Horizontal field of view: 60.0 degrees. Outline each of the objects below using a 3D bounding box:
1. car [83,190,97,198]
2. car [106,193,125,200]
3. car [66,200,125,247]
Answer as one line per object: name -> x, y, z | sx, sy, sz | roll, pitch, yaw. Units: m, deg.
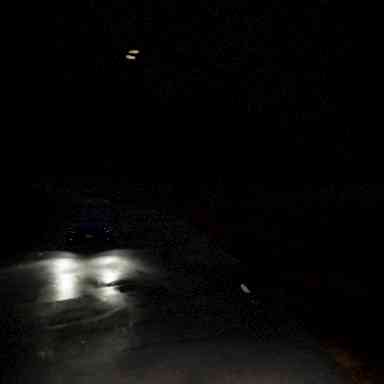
car -> -19.298, 0.255, 63.150 | 1.812, 1.442, 4.674 | -1, 3, -30
car -> -11.152, 0.843, 48.381 | 2.033, 1.411, 5.357 | -1, 2, -25
car -> -4.120, 1.343, 14.620 | 1.882, 1.535, 5.008 | 0, 0, -8
